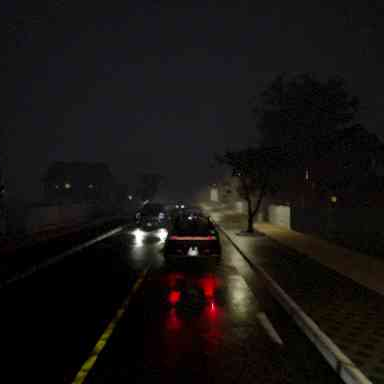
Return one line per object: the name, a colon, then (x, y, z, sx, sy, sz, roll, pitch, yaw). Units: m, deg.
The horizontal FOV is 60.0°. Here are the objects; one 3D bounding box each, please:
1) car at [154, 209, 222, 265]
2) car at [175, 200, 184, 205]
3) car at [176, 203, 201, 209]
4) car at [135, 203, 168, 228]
car: (0.046, 1.611, 12.210, 2.128, 1.511, 4.902, 0, -1, 0)
car: (-2.750, 2.438, 76.949, 1.994, 1.385, 4.181, 0, -1, 0)
car: (0.026, 1.802, 25.184, 2.033, 1.411, 5.357, 0, -1, 1)
car: (-2.797, 1.595, 24.176, 2.097, 1.767, 4.553, 0, -1, 1)
